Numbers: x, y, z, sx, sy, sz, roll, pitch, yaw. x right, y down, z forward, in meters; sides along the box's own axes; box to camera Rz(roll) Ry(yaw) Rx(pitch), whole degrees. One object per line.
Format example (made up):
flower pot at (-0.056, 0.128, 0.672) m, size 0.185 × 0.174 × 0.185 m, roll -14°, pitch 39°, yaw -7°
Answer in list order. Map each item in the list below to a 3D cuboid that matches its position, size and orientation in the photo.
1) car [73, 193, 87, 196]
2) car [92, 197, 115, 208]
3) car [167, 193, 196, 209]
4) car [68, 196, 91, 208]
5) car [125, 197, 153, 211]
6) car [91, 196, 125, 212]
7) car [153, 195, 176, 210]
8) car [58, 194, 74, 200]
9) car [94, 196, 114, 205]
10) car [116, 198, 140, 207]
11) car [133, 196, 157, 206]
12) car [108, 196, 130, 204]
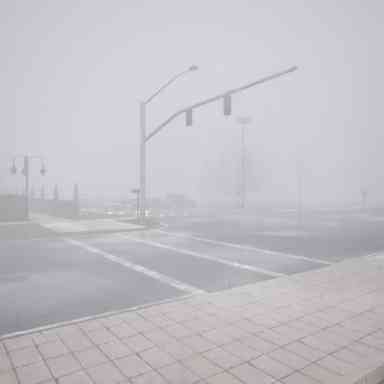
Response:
car at (-19.693, 1.221, 58.855) m, size 2.150 × 2.045 × 5.566 m, roll 0°, pitch 0°, yaw -36°
car at (-13.404, 1.505, 50.189) m, size 1.837 × 1.490 × 4.892 m, roll 0°, pitch 0°, yaw -36°
car at (-1.732, 1.221, 46.069) m, size 2.150 × 2.045 × 5.566 m, roll 0°, pitch 0°, yaw -36°
car at (-15.484, 1.601, 47.099) m, size 1.895 × 1.301 × 4.718 m, roll 0°, pitch 0°, yaw -36°
car at (-7.496, 1.547, 42.092) m, size 2.033 × 1.411 × 5.357 m, roll 0°, pitch 0°, yaw -36°
car at (-10.077, 1.526, 39.694) m, size 1.812 × 1.442 × 4.674 m, roll 0°, pitch 0°, yaw -36°
car at (-4.551, 1.505, 43.991) m, size 1.837 × 1.490 × 4.892 m, roll 0°, pitch 0°, yaw -36°
car at (-21.594, 1.505, 55.508) m, size 1.837 × 1.490 × 4.892 m, roll 0°, pitch 0°, yaw -36°
car at (-15.814, 1.505, 59.472) m, size 1.837 × 1.490 × 4.892 m, roll 0°, pitch 0°, yaw -36°
car at (-9.968, 1.601, 51.414) m, size 1.895 × 1.301 × 4.718 m, roll 0°, pitch 0°, yaw -36°
car at (-7.718, 1.505, 54.276) m, size 1.837 × 1.490 × 4.892 m, roll 0°, pitch 0°, yaw -36°
car at (-13.883, 1.547, 62.788) m, size 2.033 × 1.411 × 5.357 m, roll 0°, pitch 0°, yaw -36°
